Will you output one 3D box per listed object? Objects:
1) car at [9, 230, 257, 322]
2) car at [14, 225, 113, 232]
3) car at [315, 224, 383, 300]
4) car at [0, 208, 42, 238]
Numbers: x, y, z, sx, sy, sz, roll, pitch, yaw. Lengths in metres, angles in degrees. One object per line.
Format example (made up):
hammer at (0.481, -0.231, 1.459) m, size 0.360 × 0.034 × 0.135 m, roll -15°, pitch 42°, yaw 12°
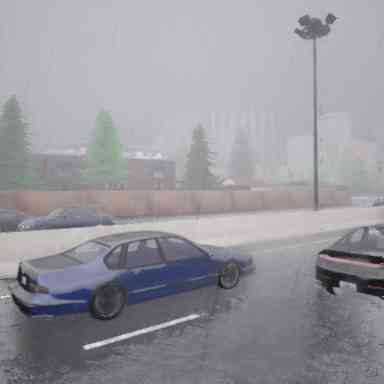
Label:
car at (-0.964, 1.586, 7.387) m, size 5.357 × 1.411 × 2.033 m, roll 0°, pitch 0°, yaw -38°
car at (-6.300, 1.470, 16.863) m, size 4.553 × 1.767 × 2.097 m, roll 0°, pitch 0°, yaw -38°
car at (4.731, 1.483, 7.495) m, size 4.902 × 1.511 × 2.128 m, roll 0°, pitch 0°, yaw -38°
car at (-10.757, 1.684, 17.870) m, size 4.674 × 1.442 × 1.812 m, roll 0°, pitch 0°, yaw -36°
